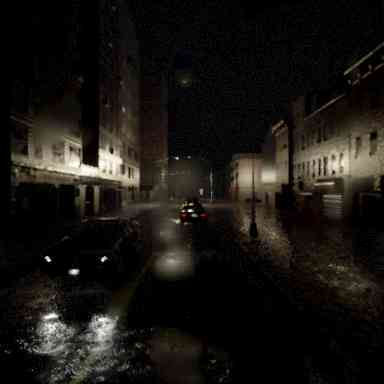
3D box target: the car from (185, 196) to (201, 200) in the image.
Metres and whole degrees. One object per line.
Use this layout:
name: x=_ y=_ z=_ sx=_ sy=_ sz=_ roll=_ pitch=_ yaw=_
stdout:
car: x=0.086 y=1.345 z=43.363 sx=2.097 sy=1.767 sz=4.553 roll=0 pitch=0 yaw=0

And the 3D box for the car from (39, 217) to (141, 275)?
car: x=-2.848 y=1.546 z=10.688 sx=2.033 sy=1.411 sz=5.357 roll=0 pitch=0 yaw=0

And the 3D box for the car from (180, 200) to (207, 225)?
car: x=0.094 y=1.544 z=23.828 sx=2.033 sy=1.411 sz=5.357 roll=0 pitch=0 yaw=0

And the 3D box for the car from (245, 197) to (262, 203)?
car: x=13.200 y=1.681 z=69.077 sx=4.313 sy=1.339 sz=1.947 roll=0 pitch=-1 yaw=0
